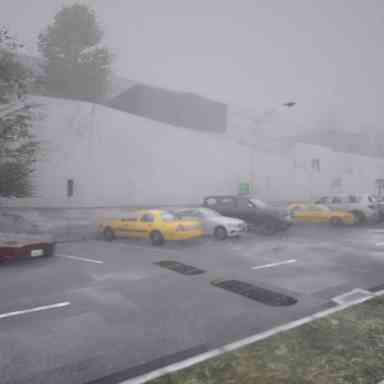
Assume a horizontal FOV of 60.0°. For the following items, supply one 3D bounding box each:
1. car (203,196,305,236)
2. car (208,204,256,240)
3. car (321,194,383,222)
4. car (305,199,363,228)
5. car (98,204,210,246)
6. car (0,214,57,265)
[{"bbox_3d":[2.996,1.229,18.671,5.566,2.045,2.435,-1,-1,35],"label":"car"},{"bbox_3d":[0.522,1.526,16.942,4.674,1.452,2.002,-1,-1,35],"label":"car"},{"bbox_3d":[10.282,1.171,23.922,5.566,2.045,2.435,-1,0,35],"label":"car"},{"bbox_3d":[8.015,1.440,22.062,5.366,1.575,1.946,-1,-1,35],"label":"car"},{"bbox_3d":[-2.079,1.491,15.296,5.366,1.575,1.946,-1,0,35],"label":"car"},{"bbox_3d":[-6.789,1.522,11.699,4.792,1.488,2.163,-1,-1,35],"label":"car"}]
